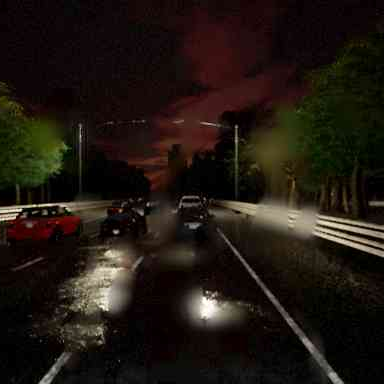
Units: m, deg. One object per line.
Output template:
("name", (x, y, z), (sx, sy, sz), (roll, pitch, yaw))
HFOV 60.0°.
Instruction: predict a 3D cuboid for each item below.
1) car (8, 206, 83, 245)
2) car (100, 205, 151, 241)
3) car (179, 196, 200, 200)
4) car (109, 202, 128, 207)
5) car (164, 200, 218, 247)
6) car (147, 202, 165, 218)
("car", (-6.976, 1.468, 16.395), (2.097, 1.767, 4.553), (0, 0, 0))
("car", (-3.498, 1.649, 17.523), (1.812, 1.442, 4.674), (0, 0, -1))
("car", (-0.148, 1.451, 32.107), (2.150, 2.045, 5.566), (0, 0, -1))
("car", (-7.168, 1.745, 33.195), (1.837, 1.490, 4.892), (0, 0, -1))
("car", (0.029, 1.461, 15.654), (2.097, 1.767, 4.553), (0, 0, 0))
("car", (-3.665, 1.730, 33.071), (2.128, 1.511, 4.902), (0, 0, -1))
